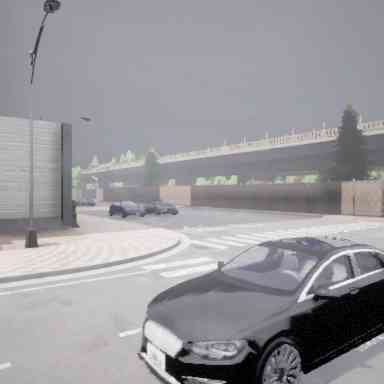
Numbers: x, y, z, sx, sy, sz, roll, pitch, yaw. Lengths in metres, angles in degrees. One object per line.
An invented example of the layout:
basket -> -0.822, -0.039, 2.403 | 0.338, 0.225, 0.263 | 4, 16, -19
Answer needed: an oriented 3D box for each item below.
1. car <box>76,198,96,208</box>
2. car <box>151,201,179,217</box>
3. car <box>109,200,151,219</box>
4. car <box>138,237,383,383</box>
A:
car -> -15.412, 1.504, 48.275 | 1.994, 1.385, 4.181 | 0, 0, -35
car -> -2.987, 1.503, 30.876 | 1.994, 1.385, 4.181 | 0, 0, -36
car -> -5.703, 1.467, 28.685 | 1.812, 1.442, 4.674 | 0, 0, -35
car -> 1.606, 1.501, 5.009 | 4.902, 1.511, 2.128 | 0, 0, -35
